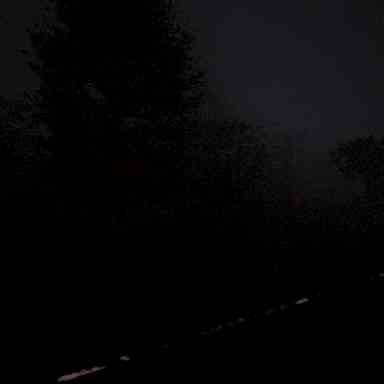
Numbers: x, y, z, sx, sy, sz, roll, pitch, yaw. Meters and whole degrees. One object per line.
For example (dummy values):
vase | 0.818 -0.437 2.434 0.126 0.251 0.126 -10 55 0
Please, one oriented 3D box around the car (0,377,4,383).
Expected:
car | -3.338 1.521 1.030 4.892 1.490 1.837 0 0 -36
